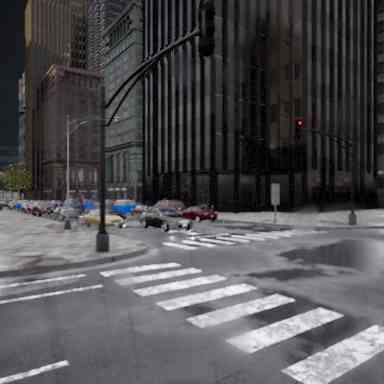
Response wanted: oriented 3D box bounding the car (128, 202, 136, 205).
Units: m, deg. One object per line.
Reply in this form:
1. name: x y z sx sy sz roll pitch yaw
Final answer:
1. car: -5.503 2.080 37.621 1.802 1.307 4.206 -1 0 -35

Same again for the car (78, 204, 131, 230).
1. car: -6.470 1.881 24.251 1.752 1.417 4.829 -1 0 -35

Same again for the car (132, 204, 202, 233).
1. car: -1.830 1.789 22.284 2.128 1.511 4.902 0 -1 -35

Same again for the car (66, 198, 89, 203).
1. car: -18.117 1.961 50.746 2.150 2.045 5.566 0 -1 -35

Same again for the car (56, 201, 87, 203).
1. car: -14.843 2.167 40.643 1.994 1.385 4.181 0 -1 -36

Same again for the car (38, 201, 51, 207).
1. car: -34.979 2.734 79.020 1.947 1.339 4.313 -1 0 -35

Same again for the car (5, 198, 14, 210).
1. car: -32.168 2.390 60.362 1.967 1.590 4.097 -1 0 -35

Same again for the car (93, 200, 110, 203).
1. car: -11.397 1.951 45.918 2.192 1.841 5.009 -1 0 -35

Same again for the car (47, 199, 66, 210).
1. car: -24.285 2.233 59.423 2.097 1.767 4.553 0 -1 -35

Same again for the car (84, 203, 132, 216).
1. car: -7.961 1.990 30.958 2.033 1.411 5.357 0 -1 -36

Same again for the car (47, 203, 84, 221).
1. car: -12.234 2.042 32.351 2.008 1.369 4.403 -1 0 -35

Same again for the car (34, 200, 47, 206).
1. car: -37.995 2.784 83.258 2.008 1.369 4.403 -1 0 -35

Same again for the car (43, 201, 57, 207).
1. car: -31.962 2.669 74.780 1.947 1.339 4.313 -1 0 -35

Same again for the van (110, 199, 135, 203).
1. van: -8.452 1.908 41.770 1.690 1.788 3.998 -1 0 -35

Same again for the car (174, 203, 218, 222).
1. car: 0.386 1.905 29.324 1.887 1.381 4.507 -1 0 -35

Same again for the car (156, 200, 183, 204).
1. car: -2.563 1.744 33.474 2.192 1.841 5.009 -1 0 -35

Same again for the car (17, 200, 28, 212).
1. car: -23.566 2.194 48.274 1.967 1.590 4.097 -1 0 -35

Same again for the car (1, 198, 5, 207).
1. car: -41.520 2.703 73.507 1.887 1.381 4.507 -1 0 -35

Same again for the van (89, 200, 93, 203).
1. van: -17.286 2.113 54.214 1.690 1.788 3.998 -1 0 -35

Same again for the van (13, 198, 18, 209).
1. van: -26.401 2.160 52.256 1.690 1.788 3.998 -1 0 -35

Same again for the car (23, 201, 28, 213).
1. car: -20.732 2.233 44.294 1.887 1.381 4.507 -1 0 -35

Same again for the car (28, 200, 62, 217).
1. car: -17.904 1.938 40.314 2.192 1.841 5.009 -1 0 -35
